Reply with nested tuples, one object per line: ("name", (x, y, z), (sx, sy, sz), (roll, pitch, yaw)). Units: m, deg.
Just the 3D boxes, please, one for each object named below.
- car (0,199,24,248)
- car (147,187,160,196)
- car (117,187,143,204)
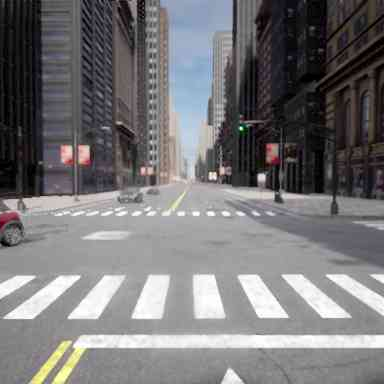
("car", (-7.576, 1.013, 10.151), (2.097, 1.767, 4.553), (-1, 1, 20))
("car", (-6.489, -0.134, 56.570), (2.033, 1.411, 5.357), (0, 2, 0))
("car", (-6.491, 0.257, 35.269), (2.097, 1.767, 4.553), (0, 1, 0))
